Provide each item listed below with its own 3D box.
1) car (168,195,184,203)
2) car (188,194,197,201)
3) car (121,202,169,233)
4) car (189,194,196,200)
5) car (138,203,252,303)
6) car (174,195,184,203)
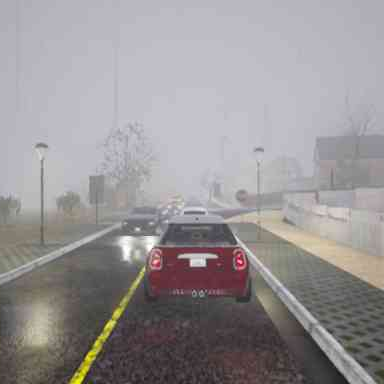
[{"bbox_3d":[-2.728,1.338,53.286,1.882,1.535,5.008,0,0,0],"label":"car"},{"bbox_3d":[0.137,1.365,74.519,1.994,1.385,4.181,0,0,0],"label":"car"},{"bbox_3d":[-2.715,1.489,19.360,2.033,1.411,5.357,0,0,0],"label":"car"},{"bbox_3d":[0.156,1.163,84.525,1.812,1.442,4.674,0,0,0],"label":"car"},{"bbox_3d":[0.113,1.326,8.311,2.097,1.767,4.553,0,0,0],"label":"car"},{"bbox_3d":[-2.626,1.357,68.546,1.812,1.442,4.674,0,1,0],"label":"car"}]
